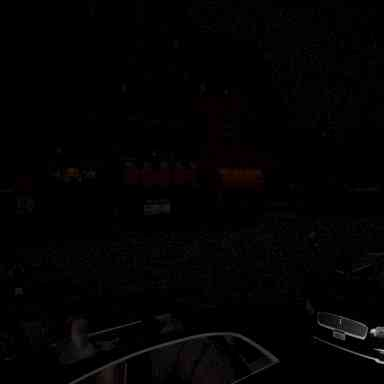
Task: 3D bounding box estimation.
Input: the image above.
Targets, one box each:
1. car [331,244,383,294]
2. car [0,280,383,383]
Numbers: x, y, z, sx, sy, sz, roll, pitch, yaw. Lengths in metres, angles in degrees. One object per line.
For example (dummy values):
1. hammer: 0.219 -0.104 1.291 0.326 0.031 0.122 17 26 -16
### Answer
1. car: 3.605 1.548 5.416 4.403 1.369 2.008 0 -2 -36
2. car: -0.827 1.551 2.246 4.403 1.369 2.008 0 -2 -36
